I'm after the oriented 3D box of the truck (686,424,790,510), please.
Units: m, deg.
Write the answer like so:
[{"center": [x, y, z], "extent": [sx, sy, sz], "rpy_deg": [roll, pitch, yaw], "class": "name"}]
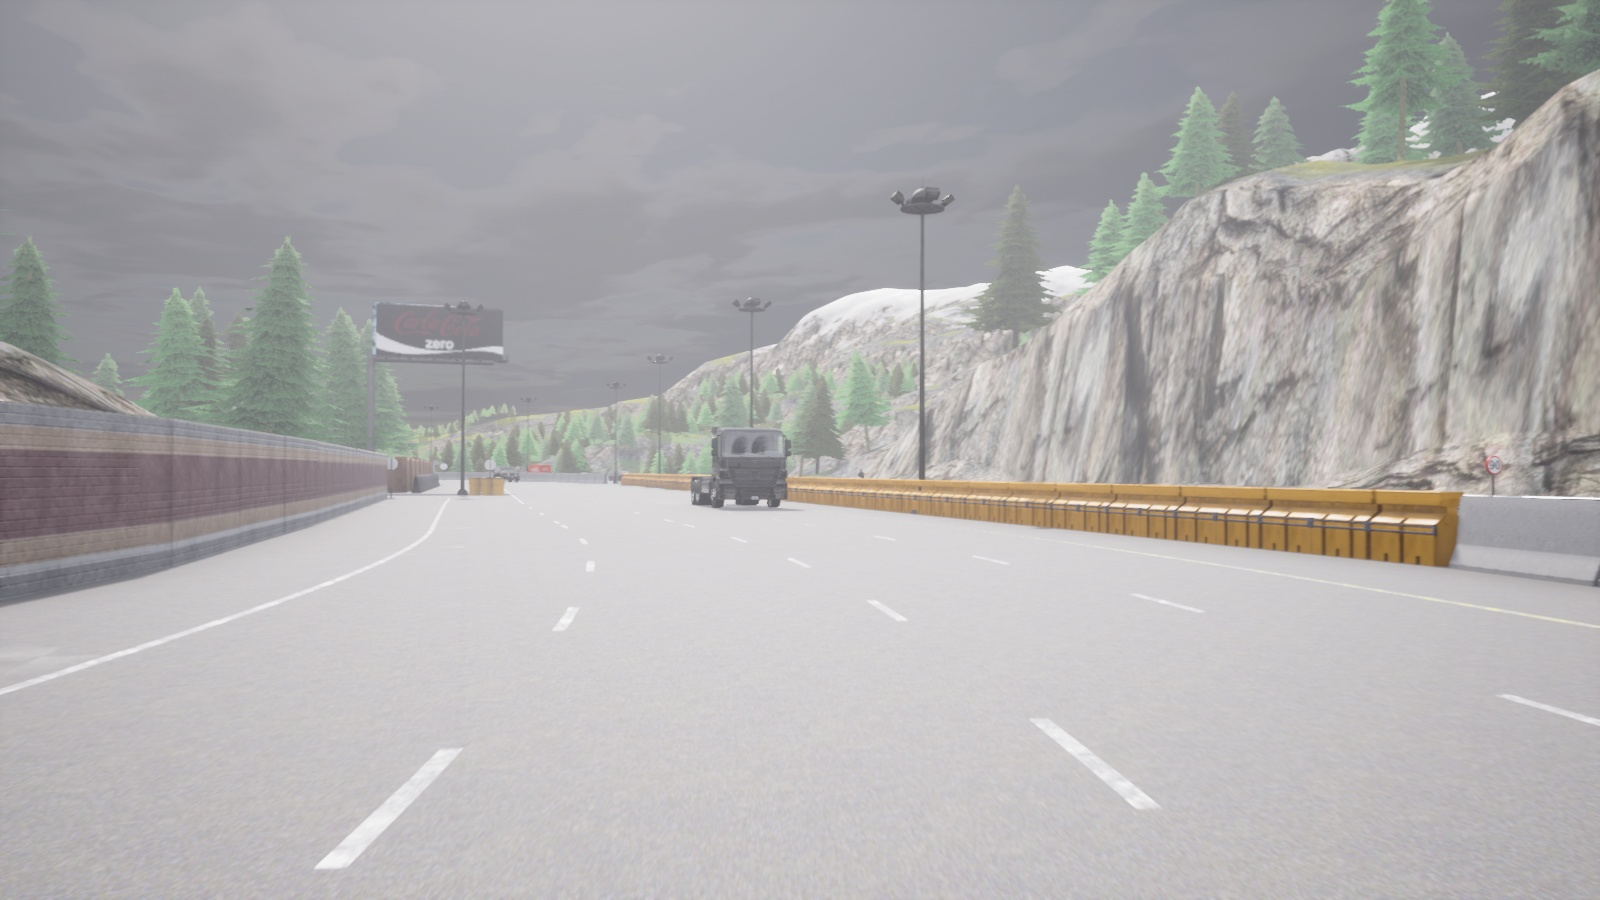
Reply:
[{"center": [-2.844, 0.762, 54.796], "extent": [2.891, 3.462, 7.936], "rpy_deg": [0, -1, -15], "class": "truck"}]
